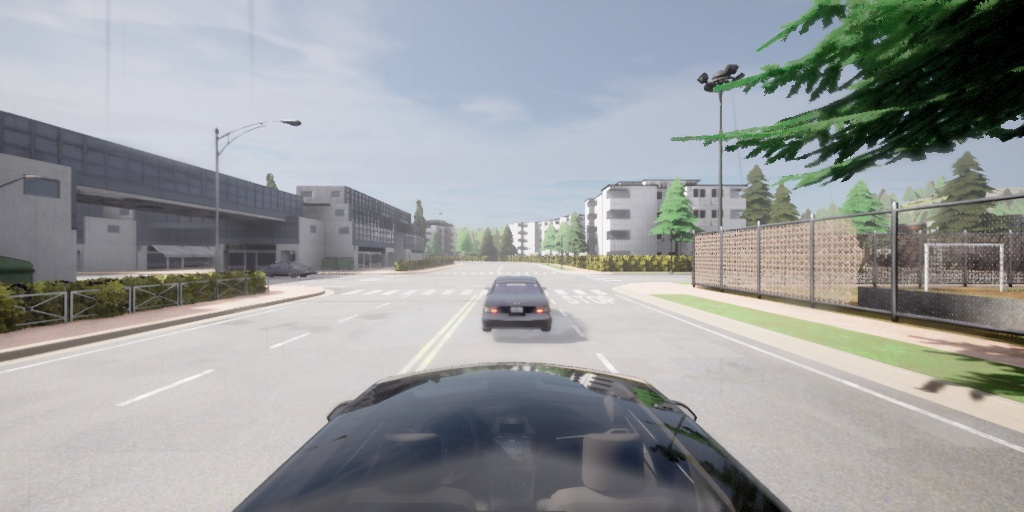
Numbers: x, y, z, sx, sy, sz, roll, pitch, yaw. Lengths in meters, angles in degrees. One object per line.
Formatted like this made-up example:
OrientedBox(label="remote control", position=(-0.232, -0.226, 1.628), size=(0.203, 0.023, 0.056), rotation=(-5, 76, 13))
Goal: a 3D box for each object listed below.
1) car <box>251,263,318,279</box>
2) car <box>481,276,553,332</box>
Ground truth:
OrientedBox(label="car", position=(-20.348, 1.294, 31.922), size=(5.357, 1.411, 2.033), rotation=(0, 0, -1))
OrientedBox(label="car", position=(0.123, 1.296, 10.832), size=(2.033, 1.411, 5.357), rotation=(0, 0, 0))
